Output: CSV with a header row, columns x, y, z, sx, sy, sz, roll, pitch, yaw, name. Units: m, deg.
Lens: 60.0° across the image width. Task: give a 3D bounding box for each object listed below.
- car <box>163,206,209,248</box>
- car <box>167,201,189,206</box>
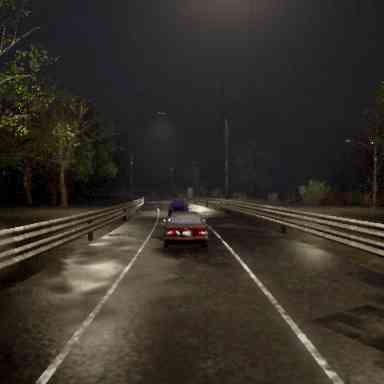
x,y,z,sx,sy,sz,roll,pitch,yaw,name
-0.315,1.558,14.755,2.033,1.411,5.357,0,0,-2,car
-1.252,1.517,29.797,1.812,1.442,4.674,0,0,-5,car
